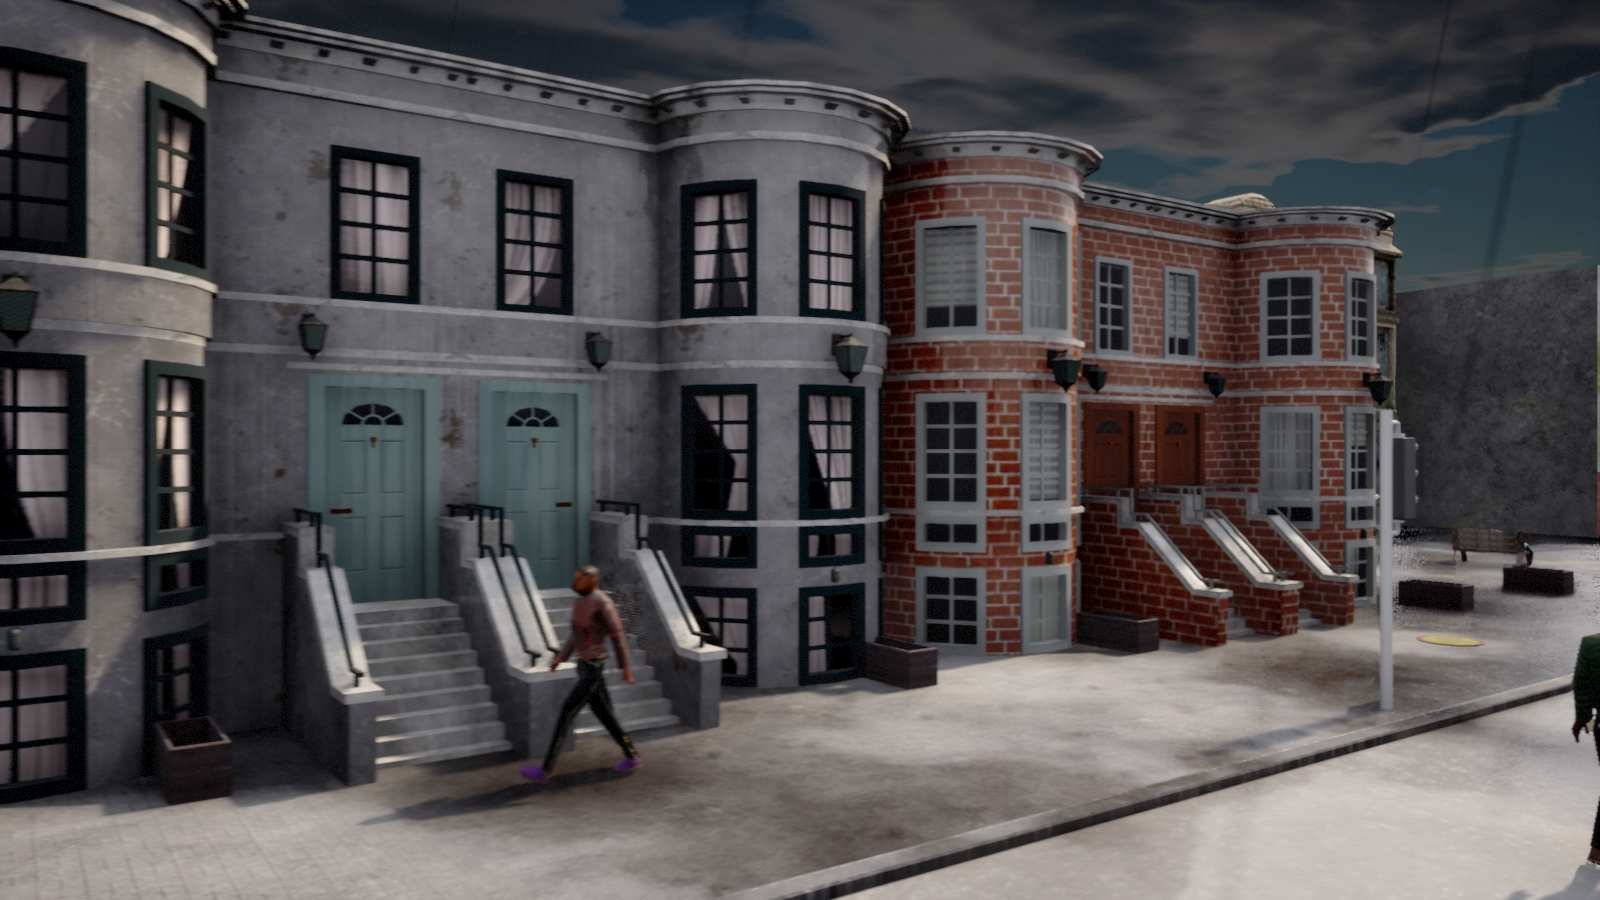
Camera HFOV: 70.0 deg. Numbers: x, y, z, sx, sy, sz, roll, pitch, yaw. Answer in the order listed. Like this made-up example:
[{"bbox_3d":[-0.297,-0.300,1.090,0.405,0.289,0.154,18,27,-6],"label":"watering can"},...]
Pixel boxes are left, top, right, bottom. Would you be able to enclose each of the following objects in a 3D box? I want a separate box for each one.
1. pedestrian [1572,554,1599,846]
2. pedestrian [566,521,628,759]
[{"bbox_3d":[5.352,1.629,7.453,0.375,1.860,0.375,0,0,-18],"label":"pedestrian"},{"bbox_3d":[-1.662,1.524,9.334,0.375,1.860,0.375,0,0,-35],"label":"pedestrian"}]
